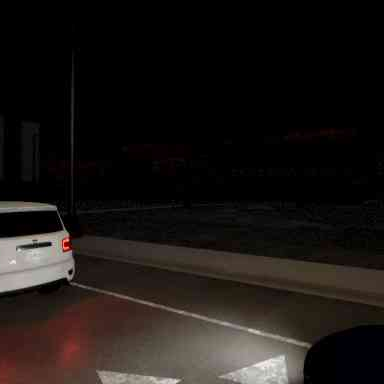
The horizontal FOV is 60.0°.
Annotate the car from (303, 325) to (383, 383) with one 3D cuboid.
[{"bbox_3d":[3.010,1.516,1.840,4.674,1.442,1.812,0,0,35],"label":"car"}]

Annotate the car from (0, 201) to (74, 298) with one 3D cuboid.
[{"bbox_3d":[-5.028,1.220,7.571,5.566,2.045,2.150,0,0,35],"label":"car"}]

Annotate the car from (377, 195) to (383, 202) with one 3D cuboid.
[{"bbox_3d":[39.923,1.369,67.954,1.853,1.218,4.536,1,1,6],"label":"car"}]

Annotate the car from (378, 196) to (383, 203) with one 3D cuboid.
[{"bbox_3d":[39.916,1.527,67.905,2.038,1.542,4.974,1,1,6],"label":"car"}]
